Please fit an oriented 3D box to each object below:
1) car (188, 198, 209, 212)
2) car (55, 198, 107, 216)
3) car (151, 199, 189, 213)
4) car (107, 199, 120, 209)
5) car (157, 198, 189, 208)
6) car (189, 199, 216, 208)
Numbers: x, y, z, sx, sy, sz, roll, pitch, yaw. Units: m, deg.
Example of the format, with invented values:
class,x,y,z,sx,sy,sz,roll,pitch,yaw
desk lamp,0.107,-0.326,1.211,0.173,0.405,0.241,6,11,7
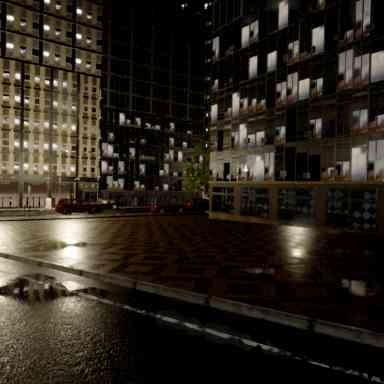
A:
class,x,y,z,sx,sy,sz,roll,pitch,yaw
car,1.527,1.782,46.419,5.009,1.841,2.192,1,1,-34
car,-12.525,1.646,36.839,5.009,1.841,2.192,1,1,-34
car,-3.162,1.966,43.229,4.507,1.381,1.887,1,1,-34
car,-12.283,1.722,46.546,4.403,1.369,2.008,1,1,-34
car,-3.055,1.786,52.837,4.829,1.417,1.752,1,1,-34
car,1.769,1.873,56.127,4.313,1.339,1.947,1,1,-34
